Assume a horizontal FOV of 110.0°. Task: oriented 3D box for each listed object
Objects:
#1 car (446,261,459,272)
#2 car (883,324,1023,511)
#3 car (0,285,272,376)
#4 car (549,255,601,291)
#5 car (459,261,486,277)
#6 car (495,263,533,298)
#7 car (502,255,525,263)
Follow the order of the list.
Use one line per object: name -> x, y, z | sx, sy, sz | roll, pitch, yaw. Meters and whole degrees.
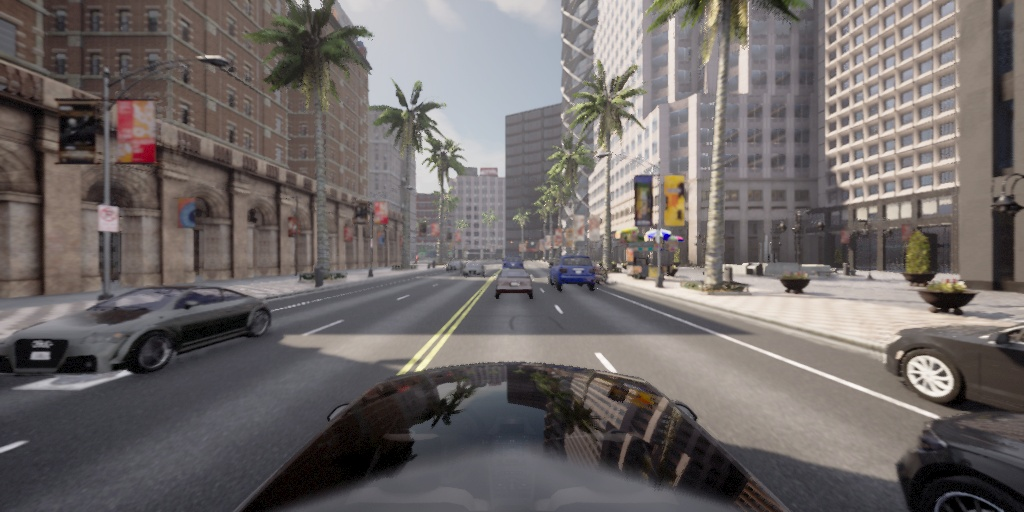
car -> -6.982, 1.307, 44.780 | 1.994, 1.385, 4.181 | 0, 0, 1
car -> 3.597, 1.276, 0.494 | 1.812, 1.442, 4.674 | 0, 0, 0
car -> -7.098, 1.313, 7.390 | 1.994, 1.385, 4.181 | 0, 0, 0
car -> 3.603, 0.968, 22.065 | 2.150, 2.045, 5.566 | 0, 0, 0
car -> -3.570, 1.309, 34.556 | 1.994, 1.385, 4.181 | 0, 0, 0
car -> 0.102, 1.295, 18.466 | 2.033, 1.411, 5.357 | 0, 0, 0
car -> 0.126, 0.965, 37.300 | 2.150, 2.045, 5.566 | 0, 0, 0
